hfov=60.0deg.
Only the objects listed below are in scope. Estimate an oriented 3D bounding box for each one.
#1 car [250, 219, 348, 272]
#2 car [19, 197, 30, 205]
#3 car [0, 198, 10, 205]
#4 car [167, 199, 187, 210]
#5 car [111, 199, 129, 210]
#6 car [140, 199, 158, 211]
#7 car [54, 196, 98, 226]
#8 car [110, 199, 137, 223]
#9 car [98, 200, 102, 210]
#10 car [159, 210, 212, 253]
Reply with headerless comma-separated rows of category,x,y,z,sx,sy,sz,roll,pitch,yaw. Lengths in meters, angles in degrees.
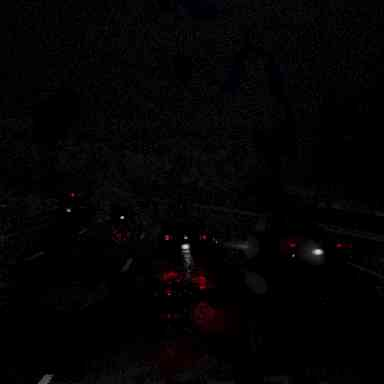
car,3.262,1.589,10.939,1.994,1.385,4.181,0,0,-3
car,-32.825,1.691,65.370,2.128,1.511,4.902,0,0,-25
car,-35.300,1.736,62.475,1.994,1.385,4.181,0,0,-25
car,-2.008,1.614,43.588,2.128,1.511,4.902,0,0,-16
car,-9.975,1.705,45.808,1.994,1.385,4.181,0,0,-17
car,-5.650,1.619,43.575,2.128,1.511,4.902,0,0,-16
car,-8.574,1.303,24.547,2.150,2.045,5.566,0,0,-10
car,-5.489,1.587,26.597,1.837,1.490,4.892,1,0,-10
car,-13.397,1.670,45.241,1.812,1.442,4.674,0,0,-17
car,-0.411,1.640,13.969,1.895,1.301,4.718,0,0,-5
